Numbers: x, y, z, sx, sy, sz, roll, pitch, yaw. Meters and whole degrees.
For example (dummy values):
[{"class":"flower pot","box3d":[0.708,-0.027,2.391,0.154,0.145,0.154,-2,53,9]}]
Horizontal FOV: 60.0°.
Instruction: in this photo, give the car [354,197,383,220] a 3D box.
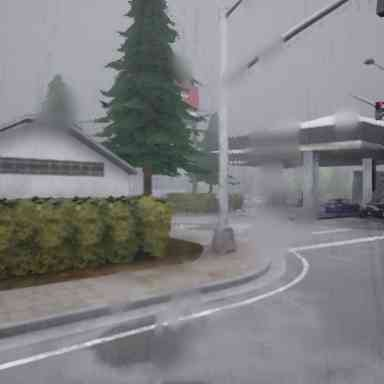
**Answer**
[{"class":"car","box3d":[16.340,1.365,29.059,3.866,1.878,1.905,0,0,-36]}]

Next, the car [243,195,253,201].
[{"class":"car","box3d":[13.537,1.423,84.896,1.845,1.501,3.633,0,0,-36]}]

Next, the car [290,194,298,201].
[{"class":"car","box3d":[27.630,1.455,85.671,2.152,1.636,5.027,0,0,-36]}]

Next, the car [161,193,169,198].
[{"class":"car","box3d":[-5.049,1.162,72.284,1.932,1.855,4.605,0,0,-36]}]

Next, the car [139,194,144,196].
[{"class":"car","box3d":[-12.751,1.223,88.182,2.152,1.636,5.027,0,0,-36]}]

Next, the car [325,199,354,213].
[{"class":"car","box3d":[16.510,1.540,36.189,4.611,1.667,2.242,0,0,-36]}]
